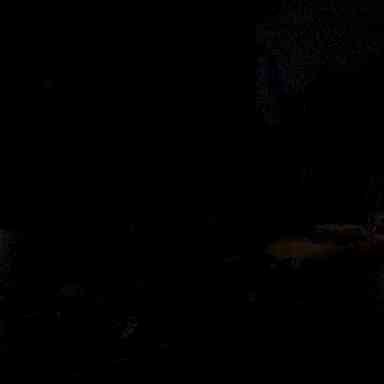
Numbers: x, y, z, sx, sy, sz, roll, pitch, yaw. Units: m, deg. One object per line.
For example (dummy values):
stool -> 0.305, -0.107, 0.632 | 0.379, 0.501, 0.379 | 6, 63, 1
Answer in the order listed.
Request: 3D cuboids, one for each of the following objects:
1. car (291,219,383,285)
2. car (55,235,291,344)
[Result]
car -> 3.954, 1.524, 9.533 | 4.829, 1.417, 1.752 | 0, 0, -36
car -> -0.315, 1.565, 6.447 | 4.313, 1.339, 1.947 | 0, 0, -36
